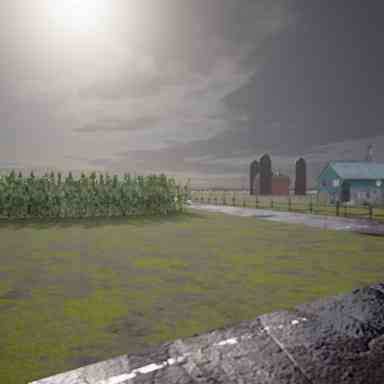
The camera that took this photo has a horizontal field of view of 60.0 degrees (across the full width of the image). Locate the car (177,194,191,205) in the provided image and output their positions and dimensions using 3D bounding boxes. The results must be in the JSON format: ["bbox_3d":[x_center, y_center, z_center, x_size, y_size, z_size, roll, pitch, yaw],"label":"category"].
[{"bbox_3d":[-1.871,1.312,59.483,2.150,2.045,5.566,-1,0,-18],"label":"car"}]
